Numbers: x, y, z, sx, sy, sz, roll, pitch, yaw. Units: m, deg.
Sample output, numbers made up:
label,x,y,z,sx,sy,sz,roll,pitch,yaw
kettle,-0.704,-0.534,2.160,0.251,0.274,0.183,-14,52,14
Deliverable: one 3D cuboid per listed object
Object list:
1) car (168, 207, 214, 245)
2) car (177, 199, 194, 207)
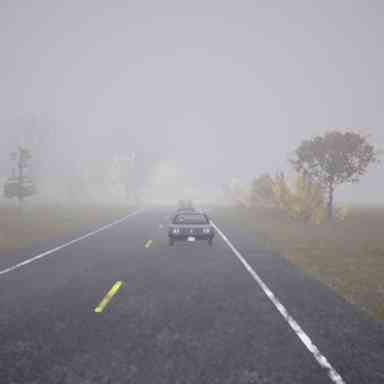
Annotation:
label,x,y,z,sx,sy,sz,roll,pitch,yaw
car,-0.062,1.599,15.602,1.895,1.301,4.718,0,0,-1
car,-0.694,1.517,36.961,2.033,1.411,5.357,0,0,-2
